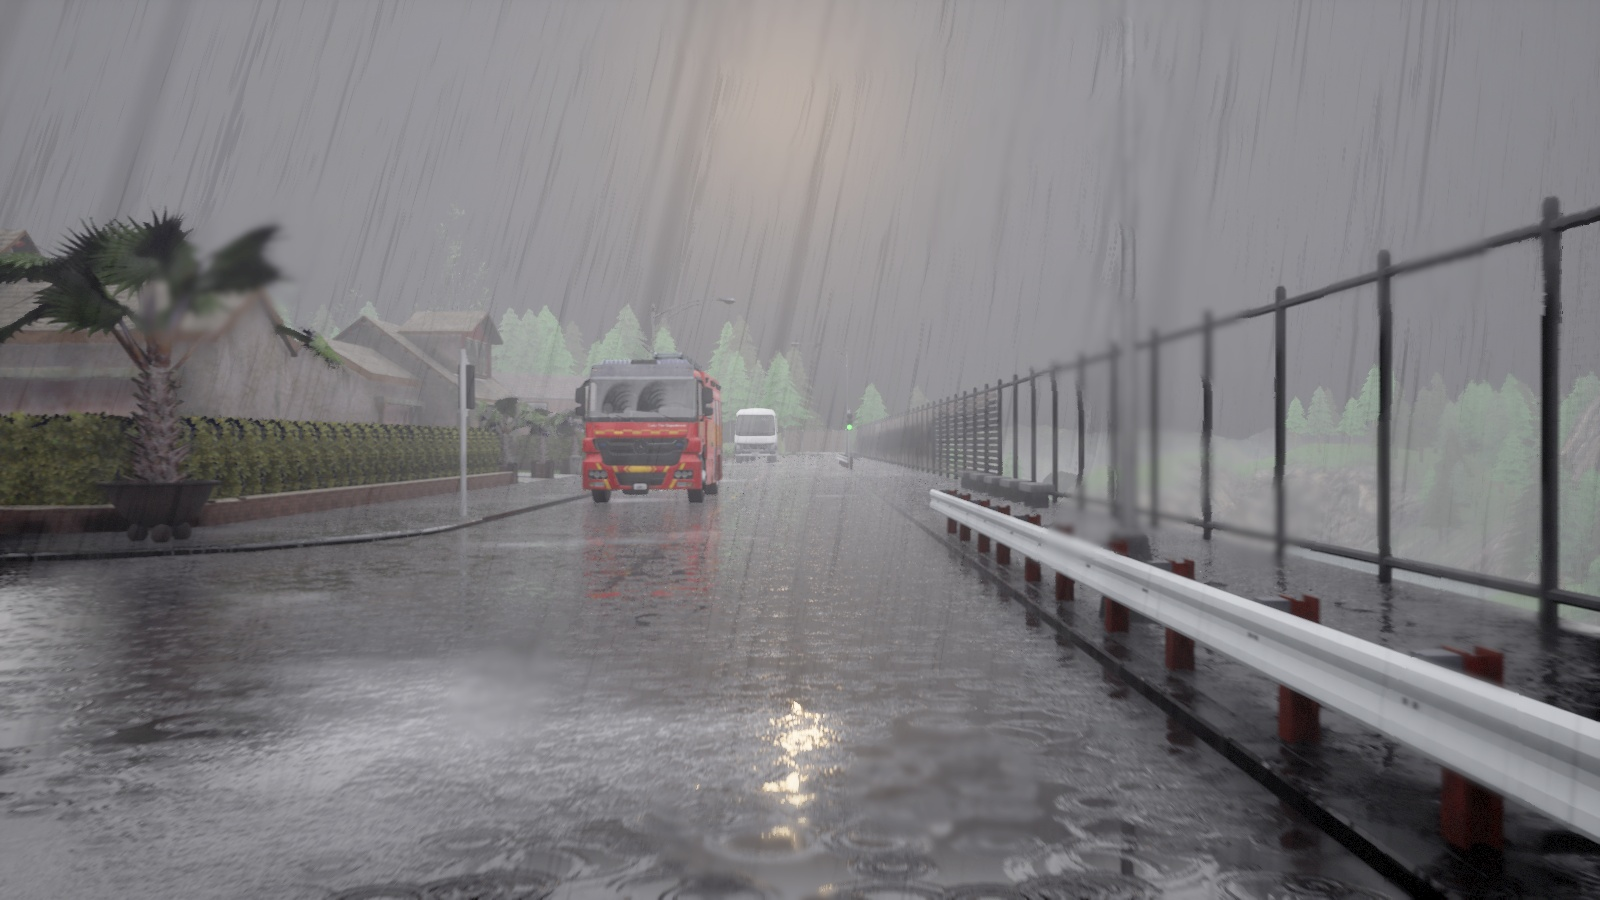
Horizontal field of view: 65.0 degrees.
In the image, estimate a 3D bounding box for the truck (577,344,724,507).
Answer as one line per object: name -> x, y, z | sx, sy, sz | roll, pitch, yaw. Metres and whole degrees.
truck -> -3.790, -0.601, 33.871 | 2.891, 3.827, 8.468 | 0, 0, 0
